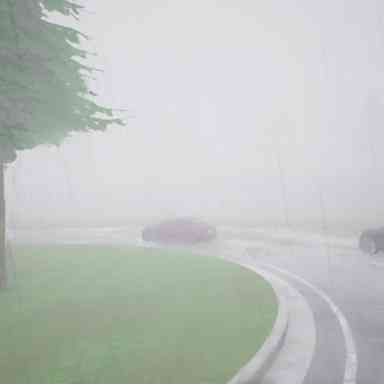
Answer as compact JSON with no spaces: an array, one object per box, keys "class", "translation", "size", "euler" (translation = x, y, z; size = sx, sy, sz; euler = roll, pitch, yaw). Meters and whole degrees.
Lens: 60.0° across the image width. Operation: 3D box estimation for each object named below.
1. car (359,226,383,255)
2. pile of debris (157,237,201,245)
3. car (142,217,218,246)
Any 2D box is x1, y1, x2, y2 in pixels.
[{"class":"car","translation":[7.929,1.617,11.529],"size":[2.128,1.511,4.902],"euler":[-1,-1,-10]},{"class":"pile of debris","translation":[-0.702,2.631,17.868],"size":[1.860,0.140,1.500],"euler":[-2,-2,33]},{"class":"car","translation":[-0.717,2.018,17.778],"size":[4.181,1.385,1.994],"euler":[-2,-2,36]}]
